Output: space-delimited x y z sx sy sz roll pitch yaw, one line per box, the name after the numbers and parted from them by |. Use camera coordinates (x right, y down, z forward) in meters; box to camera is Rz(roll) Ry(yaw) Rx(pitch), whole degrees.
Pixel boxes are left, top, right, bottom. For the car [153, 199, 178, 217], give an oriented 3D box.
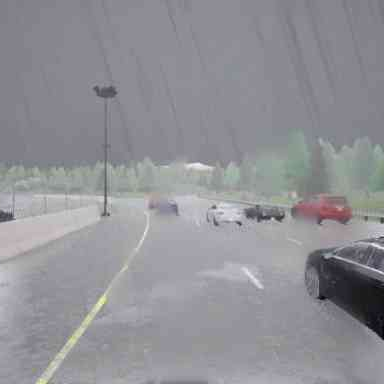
-2.461 1.475 31.872 1.882 1.535 5.008 0 0 -9 | car

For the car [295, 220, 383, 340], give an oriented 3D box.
3.456 1.491 5.457 2.128 1.511 4.902 0 0 -1 | car

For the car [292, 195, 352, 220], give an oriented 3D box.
9.199 1.219 24.050 2.150 2.045 5.566 0 0 -6 | car

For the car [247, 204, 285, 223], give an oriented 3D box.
5.465 1.598 25.843 1.895 1.301 4.718 0 0 -7 | car

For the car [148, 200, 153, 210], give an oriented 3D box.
-4.579 1.597 43.333 1.895 1.301 4.718 0 0 -12 | car

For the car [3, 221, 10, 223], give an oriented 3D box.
-11.444 1.546 17.885 2.033 1.411 5.357 0 0 -5 | car

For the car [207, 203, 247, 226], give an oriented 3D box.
2.205 1.523 23.414 1.812 1.442 4.674 0 0 -6 | car
